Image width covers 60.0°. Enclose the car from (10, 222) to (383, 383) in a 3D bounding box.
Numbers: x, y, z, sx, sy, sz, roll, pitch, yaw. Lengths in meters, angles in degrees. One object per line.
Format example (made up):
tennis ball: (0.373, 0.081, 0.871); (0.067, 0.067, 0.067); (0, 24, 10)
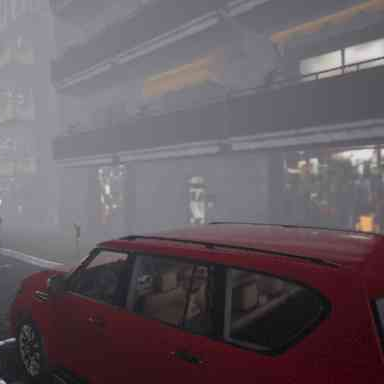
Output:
car: (-0.086, 1.269, 3.478); (5.009, 1.841, 2.192); (-1, 2, 42)
